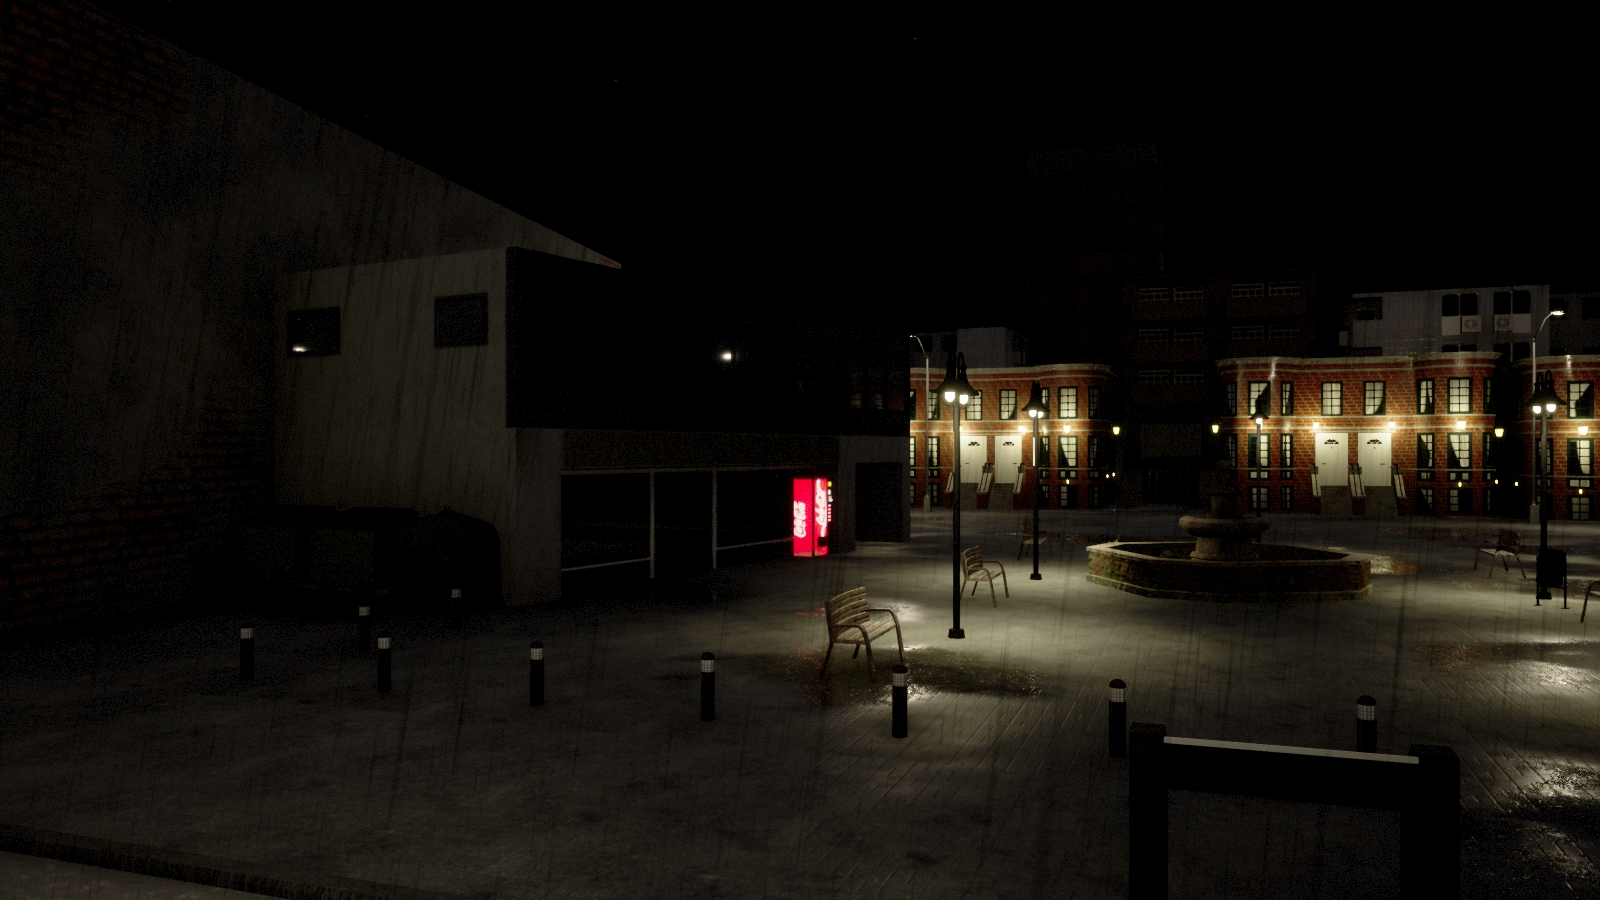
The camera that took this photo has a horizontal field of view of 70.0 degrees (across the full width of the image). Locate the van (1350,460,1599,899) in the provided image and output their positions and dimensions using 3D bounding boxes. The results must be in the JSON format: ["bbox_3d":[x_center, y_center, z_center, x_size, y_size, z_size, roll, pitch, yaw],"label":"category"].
[{"bbox_3d":[4.452,1.314,2.227,5.915,2.561,1.988,0,0,20],"label":"van"}]
